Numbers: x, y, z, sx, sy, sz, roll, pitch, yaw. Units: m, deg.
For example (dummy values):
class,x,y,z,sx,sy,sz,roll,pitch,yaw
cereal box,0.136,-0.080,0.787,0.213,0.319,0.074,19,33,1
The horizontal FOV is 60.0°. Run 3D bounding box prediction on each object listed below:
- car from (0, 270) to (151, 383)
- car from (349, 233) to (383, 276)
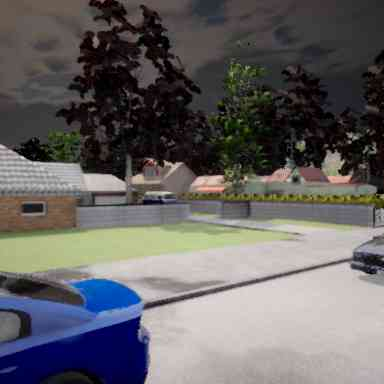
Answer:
class,x,y,z,sx,sy,sz,roll,pitch,yaw
car,-2.763,1.483,2.633,5.008,1.535,1.882,0,0,-36
car,6.651,1.507,9.367,5.357,1.411,2.033,0,0,-35
